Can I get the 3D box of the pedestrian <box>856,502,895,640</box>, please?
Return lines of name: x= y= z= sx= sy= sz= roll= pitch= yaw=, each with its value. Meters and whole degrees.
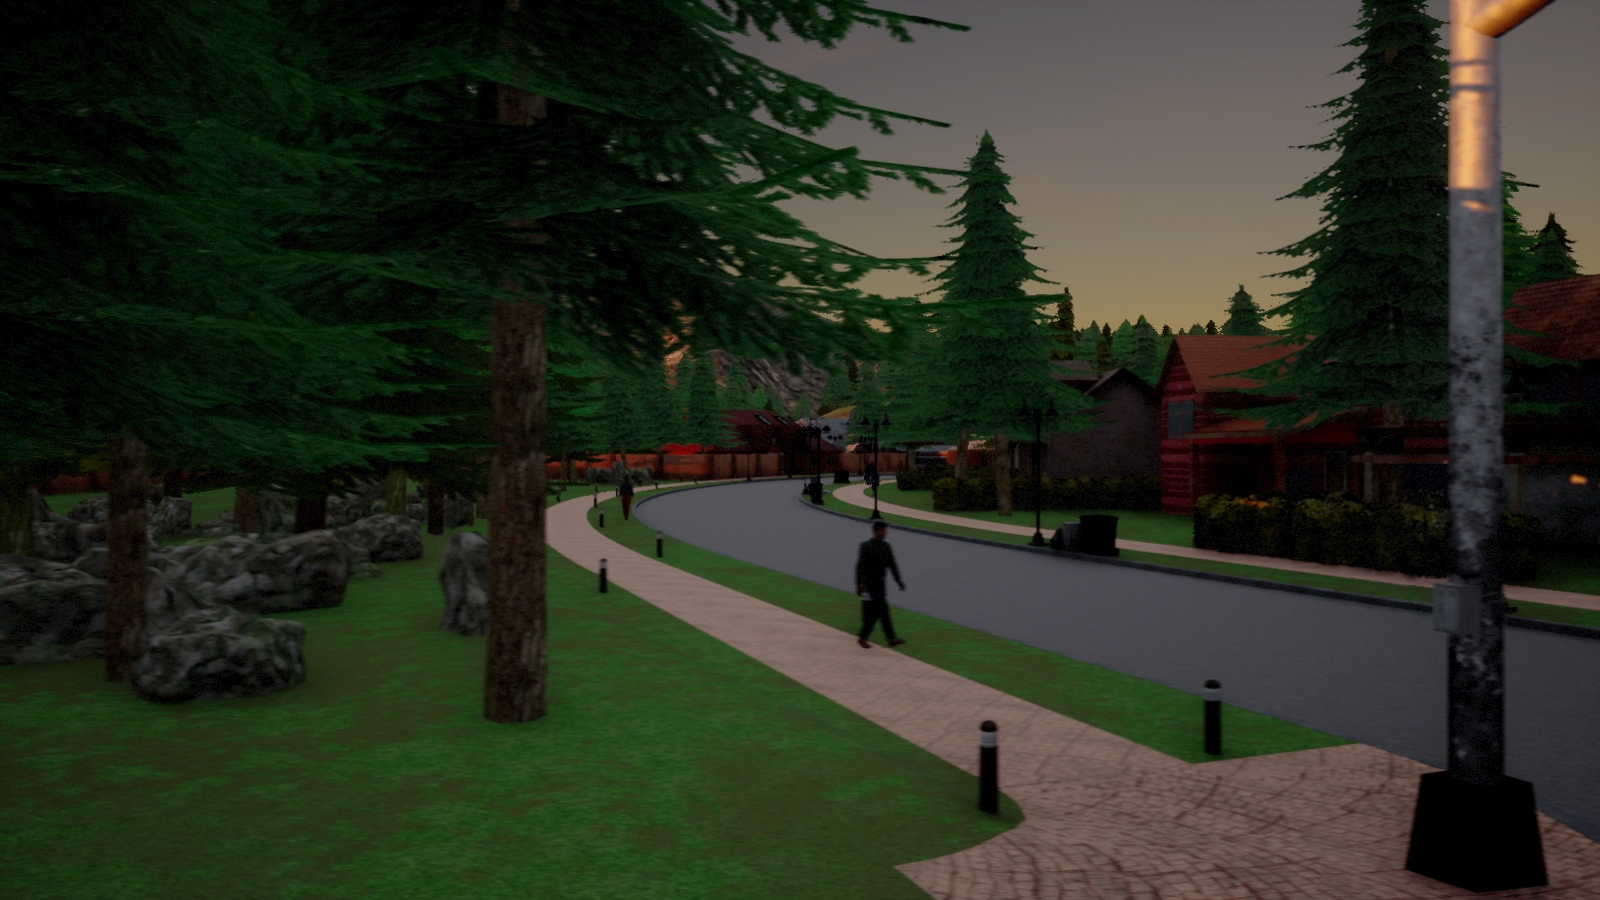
pedestrian: x=1.050 y=1.668 z=15.909 sx=0.375 sy=1.860 sz=0.375 roll=0 pitch=0 yaw=-37

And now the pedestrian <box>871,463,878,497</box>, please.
pedestrian: x=4.159 y=1.666 z=63.614 sx=0.375 sy=1.860 sz=0.375 roll=0 pitch=0 yaw=-4

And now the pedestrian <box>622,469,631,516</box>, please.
pedestrian: x=-6.876 y=1.667 z=45.242 sx=0.375 sy=1.860 sz=0.375 roll=0 pitch=0 yaw=-9
